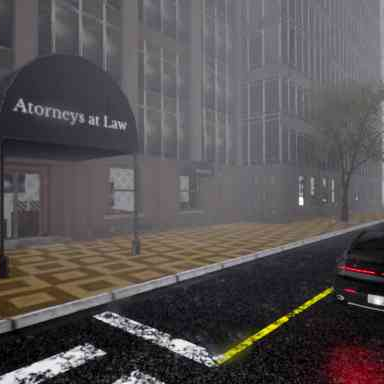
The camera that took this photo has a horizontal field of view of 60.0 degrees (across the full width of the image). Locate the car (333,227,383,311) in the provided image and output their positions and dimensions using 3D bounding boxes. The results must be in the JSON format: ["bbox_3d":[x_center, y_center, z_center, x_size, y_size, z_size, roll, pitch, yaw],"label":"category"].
[{"bbox_3d":[4.614,1.509,7.223,1.837,1.490,4.892,-1,0,41],"label":"car"}]
